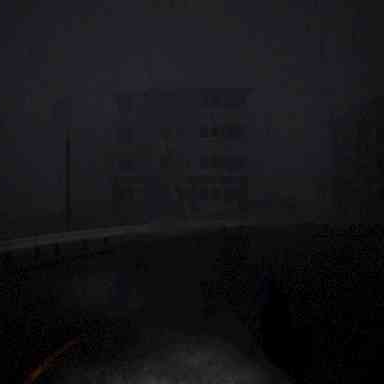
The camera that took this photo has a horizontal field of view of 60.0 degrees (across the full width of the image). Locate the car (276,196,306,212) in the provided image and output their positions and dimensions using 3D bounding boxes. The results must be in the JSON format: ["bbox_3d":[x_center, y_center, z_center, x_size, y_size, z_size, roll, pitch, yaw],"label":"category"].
[{"bbox_3d":[11.113,1.282,37.077,2.038,1.542,4.974,0,1,30],"label":"car"}]

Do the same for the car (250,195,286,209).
[{"bbox_3d":[8.315,1.035,37.415,3.633,1.501,1.845,0,1,11],"label":"car"}]

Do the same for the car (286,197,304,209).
[{"bbox_3d":[11.087,1.125,37.030,1.853,1.218,4.536,0,1,30],"label":"car"}]
